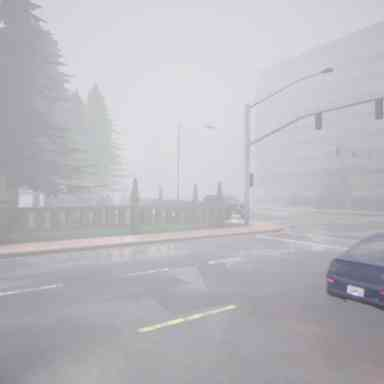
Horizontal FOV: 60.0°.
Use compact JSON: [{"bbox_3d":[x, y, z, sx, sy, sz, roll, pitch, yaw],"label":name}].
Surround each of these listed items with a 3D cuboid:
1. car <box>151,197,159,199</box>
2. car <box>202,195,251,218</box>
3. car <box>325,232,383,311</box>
[{"bbox_3d":[-5.480,1.577,50.683,2.128,1.511,4.902,0,0,-9],"label":"car"},{"bbox_3d":[3.034,1.284,31.163,2.150,2.045,5.566,0,0,-32],"label":"car"},{"bbox_3d":[4.742,1.571,7.146,4.674,1.442,1.812,0,0,-35],"label":"car"}]
